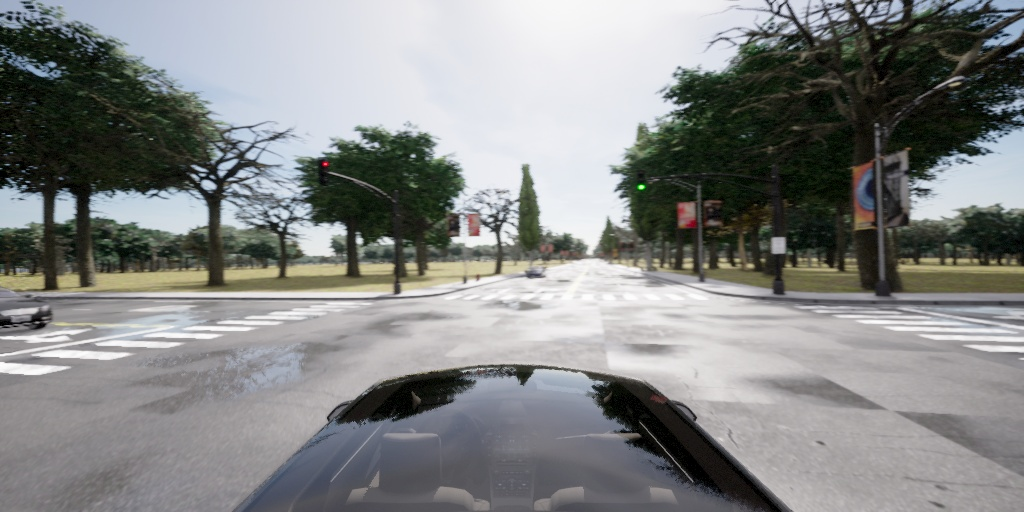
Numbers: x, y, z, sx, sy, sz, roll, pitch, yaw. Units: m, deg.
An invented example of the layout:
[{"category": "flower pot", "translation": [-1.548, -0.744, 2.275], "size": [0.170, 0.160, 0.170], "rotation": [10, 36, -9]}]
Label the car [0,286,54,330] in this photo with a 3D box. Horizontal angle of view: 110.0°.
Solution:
[{"category": "car", "translation": [-17.260, 1.688, 11.361], "size": [4.902, 1.511, 2.128], "rotation": [-1, -1, 12]}]

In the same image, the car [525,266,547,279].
[{"category": "car", "translation": [2.840, 1.852, 41.042], "size": [2.033, 1.411, 5.357], "rotation": [-1, -1, 13]}]
